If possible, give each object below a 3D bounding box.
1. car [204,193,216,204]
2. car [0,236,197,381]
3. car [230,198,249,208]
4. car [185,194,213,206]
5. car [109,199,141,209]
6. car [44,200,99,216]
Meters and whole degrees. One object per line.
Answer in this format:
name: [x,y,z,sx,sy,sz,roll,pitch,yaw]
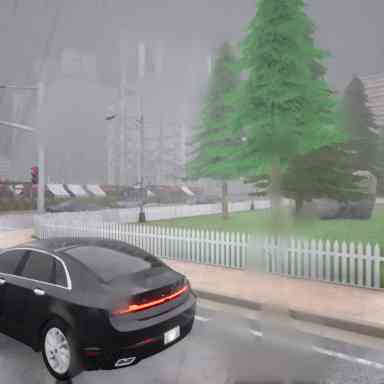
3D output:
car: [2.531,1.493,60.420,1.882,1.535,5.008,0,0,34]
car: [-2.211,1.505,5.505,4.892,1.490,1.837,0,0,36]
car: [7.062,1.564,48.154,1.994,1.385,4.181,0,0,34]
car: [0.744,1.492,51.606,2.128,1.511,4.902,0,0,34]
car: [-8.649,1.601,43.949,1.895,1.301,4.718,0,0,34]
car: [-11.817,1.547,32.961,2.033,1.411,5.357,0,0,34]
